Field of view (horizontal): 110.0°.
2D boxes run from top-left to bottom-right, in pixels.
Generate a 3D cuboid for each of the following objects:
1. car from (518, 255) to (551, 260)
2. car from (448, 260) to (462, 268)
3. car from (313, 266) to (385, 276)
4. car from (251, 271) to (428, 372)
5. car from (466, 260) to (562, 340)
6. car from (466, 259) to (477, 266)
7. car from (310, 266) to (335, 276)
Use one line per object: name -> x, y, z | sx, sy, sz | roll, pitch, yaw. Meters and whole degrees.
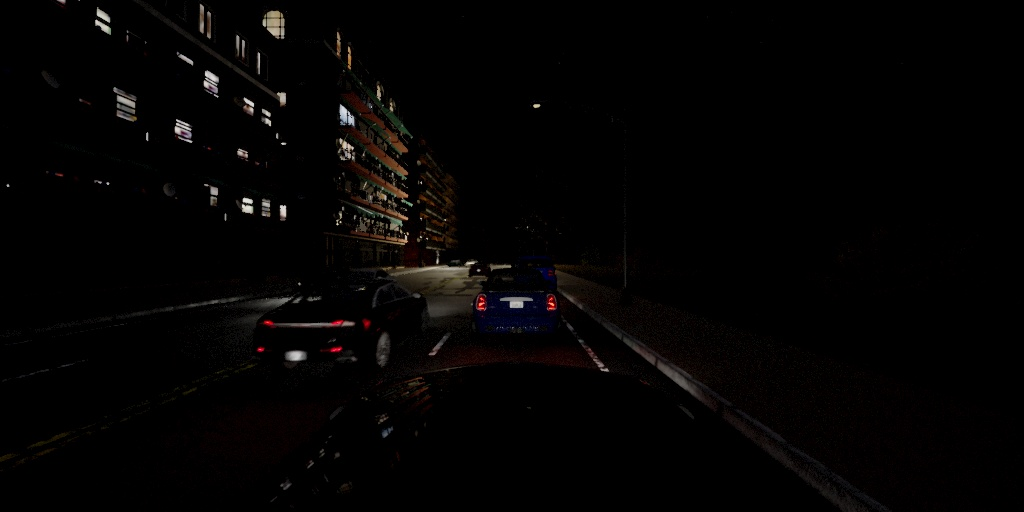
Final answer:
car -> 1.144, 0.977, 19.674 | 2.150, 2.045, 5.566 | 0, 0, 0
car -> -9.790, 1.351, 61.520 | 1.895, 1.301, 4.718 | 0, 0, 0
car -> -6.594, 1.277, 16.040 | 1.812, 1.442, 4.674 | 0, 0, 0
car -> -3.151, 1.241, 7.655 | 2.128, 1.511, 4.902 | 0, 0, 0
car -> 0.101, 1.103, 10.100 | 2.097, 1.767, 4.553 | 0, 0, 0
car -> -3.133, 1.316, 35.764 | 1.994, 1.385, 4.181 | 0, 0, 0
car -> -9.842, 1.299, 20.282 | 2.033, 1.411, 5.357 | 0, 0, 0
